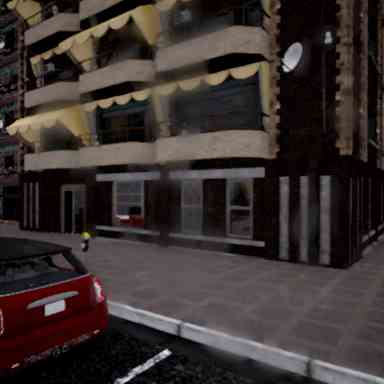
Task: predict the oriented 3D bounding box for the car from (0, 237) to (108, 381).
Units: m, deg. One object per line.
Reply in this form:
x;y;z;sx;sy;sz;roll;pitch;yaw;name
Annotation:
-3.253;1.435;5.192;4.097;1.590;1.967;0;0;36;car
